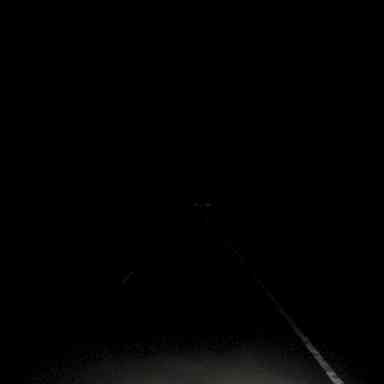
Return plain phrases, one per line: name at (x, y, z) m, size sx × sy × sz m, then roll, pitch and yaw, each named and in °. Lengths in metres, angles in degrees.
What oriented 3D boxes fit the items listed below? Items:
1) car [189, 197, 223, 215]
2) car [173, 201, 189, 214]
car at (1.987, 1.659, 39.723) m, size 2.150 × 2.045 × 5.566 m, roll 0°, pitch 0°, yaw 21°
car at (-0.652, 1.939, 42.315) m, size 1.882 × 1.535 × 5.008 m, roll 0°, pitch 0°, yaw 24°
